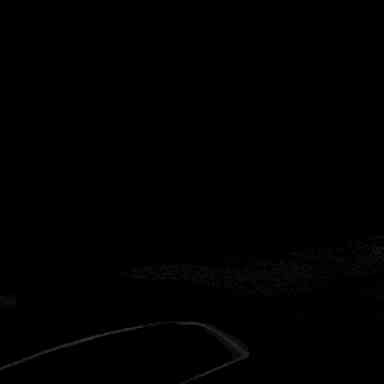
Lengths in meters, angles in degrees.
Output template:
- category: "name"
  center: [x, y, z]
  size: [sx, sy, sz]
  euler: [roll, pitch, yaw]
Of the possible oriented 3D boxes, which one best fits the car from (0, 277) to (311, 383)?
- category: "car"
  center: [-1.220, 1.506, 2.200]
  size: [4.892, 1.490, 1.837]
  euler: [1, 0, -36]
